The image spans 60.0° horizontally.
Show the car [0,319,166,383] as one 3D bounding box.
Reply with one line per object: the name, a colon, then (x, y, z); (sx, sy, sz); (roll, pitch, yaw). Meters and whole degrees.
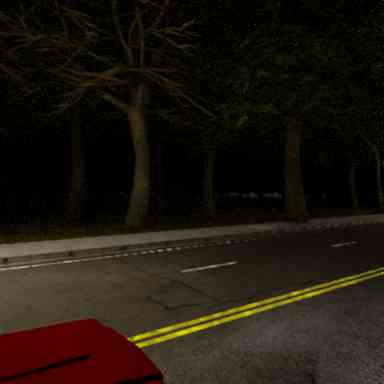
car: (-2.333, 1.603, 1.775); (4.718, 1.301, 1.895); (0, 0, -35)
